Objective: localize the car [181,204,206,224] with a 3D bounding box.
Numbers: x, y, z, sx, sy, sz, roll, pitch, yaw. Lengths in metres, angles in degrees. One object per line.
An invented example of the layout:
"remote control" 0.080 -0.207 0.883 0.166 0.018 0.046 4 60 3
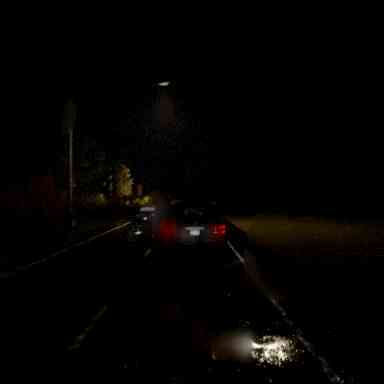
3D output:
"car" 0.105 1.889 29.752 2.033 1.411 5.357 0 -1 0

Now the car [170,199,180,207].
"car" -3.487 2.264 68.632 1.882 1.535 5.008 0 0 0

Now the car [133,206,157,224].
"car" -3.594 1.881 27.551 1.994 1.385 4.181 0 -1 0

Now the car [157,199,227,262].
"car" 0.088 1.370 12.840 2.150 2.045 5.566 0 -1 0
